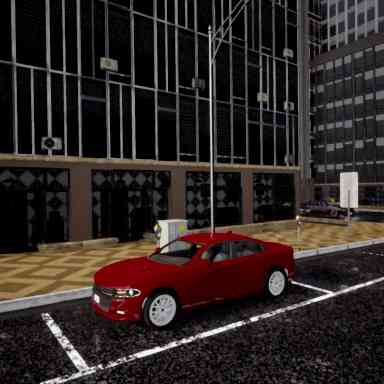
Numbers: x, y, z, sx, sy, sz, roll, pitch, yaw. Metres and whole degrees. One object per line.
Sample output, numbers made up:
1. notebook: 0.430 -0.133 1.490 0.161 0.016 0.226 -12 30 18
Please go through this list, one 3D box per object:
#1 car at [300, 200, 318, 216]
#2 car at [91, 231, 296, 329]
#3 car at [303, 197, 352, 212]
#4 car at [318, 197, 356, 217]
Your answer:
1. car: 8.890 1.451 30.763 2.008 1.369 4.403 -1 1 -35
2. car: 0.231 1.543 6.889 4.507 1.381 1.887 0 -1 -35
3. car: 14.884 1.274 36.714 1.752 1.417 4.829 -1 1 -35
4. car: 12.079 1.421 30.635 2.033 1.411 5.357 -1 1 -35
